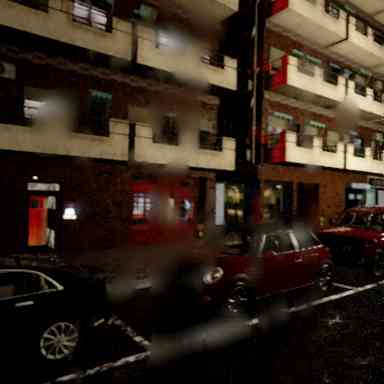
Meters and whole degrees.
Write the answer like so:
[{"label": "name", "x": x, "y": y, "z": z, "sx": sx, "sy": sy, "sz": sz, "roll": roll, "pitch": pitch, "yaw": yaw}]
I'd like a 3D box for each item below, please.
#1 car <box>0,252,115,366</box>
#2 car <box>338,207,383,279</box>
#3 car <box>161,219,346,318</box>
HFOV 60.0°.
[{"label": "car", "x": -3.205, "y": 1.548, "z": 4.256, "sx": 4.403, "sy": 1.369, "sz": 2.008, "roll": 1, "pitch": 1, "yaw": -35}, {"label": "car", "x": 5.835, "y": 1.427, "z": 10.690, "sx": 5.009, "sy": 1.841, "sz": 2.192, "roll": 1, "pitch": 1, "yaw": -35}, {"label": "car", "x": 1.316, "y": 1.495, "z": 7.472, "sx": 4.097, "sy": 1.590, "sz": 1.967, "roll": 1, "pitch": 1, "yaw": -35}]
